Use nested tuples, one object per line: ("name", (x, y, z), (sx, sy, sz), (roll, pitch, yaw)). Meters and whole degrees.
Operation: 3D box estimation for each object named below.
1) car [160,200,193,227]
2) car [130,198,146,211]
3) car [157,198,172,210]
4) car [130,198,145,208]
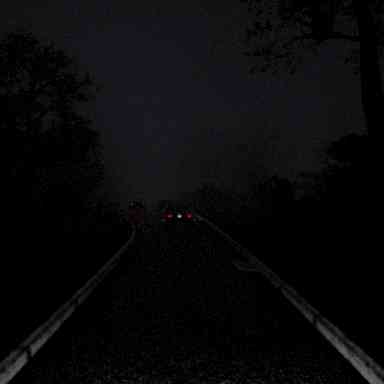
("car", (-0.988, 1.550, 23.027), (2.033, 1.411, 5.357), (0, 0, -5))
("car", (-6.602, 1.528, 40.551), (1.812, 1.442, 4.674), (0, 0, -10))
("car", (-3.309, 1.496, 41.895), (2.128, 1.511, 4.902), (0, 0, -9))
("car", (-7.993, 1.566, 48.687), (1.994, 1.385, 4.181), (0, 0, -11))
